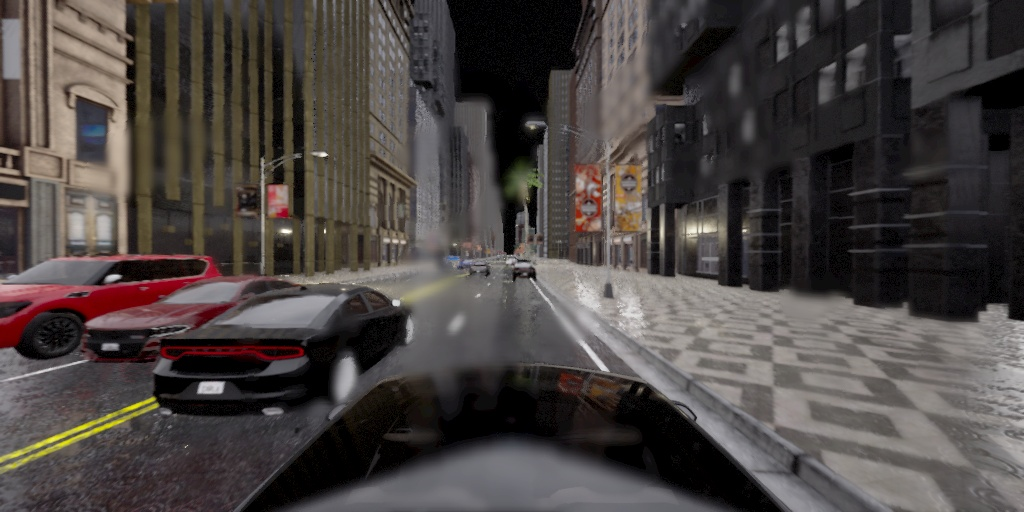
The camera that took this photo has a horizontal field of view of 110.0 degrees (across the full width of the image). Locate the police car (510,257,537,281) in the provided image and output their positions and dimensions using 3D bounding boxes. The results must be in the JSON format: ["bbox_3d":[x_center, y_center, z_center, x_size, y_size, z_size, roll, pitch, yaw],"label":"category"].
[{"bbox_3d":[0.981,1.165,29.557,1.930,1.638,5.238,0,0,0],"label":"police car"}]

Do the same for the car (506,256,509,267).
[{"bbox_3d":[0.014,0.952,65.414,2.150,2.045,5.566,0,0,0],"label":"car"}]

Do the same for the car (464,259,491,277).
[{"bbox_3d":[-3.142,1.226,35.881,2.128,1.511,4.902,0,0,0],"label":"car"}]

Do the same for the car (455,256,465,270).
[{"bbox_3d":[-6.548,1.199,51.617,1.882,1.535,5.008,0,0,0],"label":"car"}]

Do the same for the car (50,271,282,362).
[{"bbox_3d":[-6.597,1.227,8.392,1.882,1.535,5.008,0,0,0],"label":"car"}]

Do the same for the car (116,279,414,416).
[{"bbox_3d":[-3.149,1.227,6.228,1.882,1.535,5.008,0,0,0],"label":"car"}]

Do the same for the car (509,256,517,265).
[{"bbox_3d":[0.982,1.084,39.417,2.097,1.767,4.553,0,0,0],"label":"car"}]

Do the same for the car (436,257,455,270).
[{"bbox_3d":[-9.794,1.267,52.851,2.033,1.411,5.357,0,0,1],"label":"car"}]

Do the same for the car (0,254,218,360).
[{"bbox_3d":[-9.849,0.970,8.692,2.150,2.045,5.566,0,0,0],"label":"car"}]
